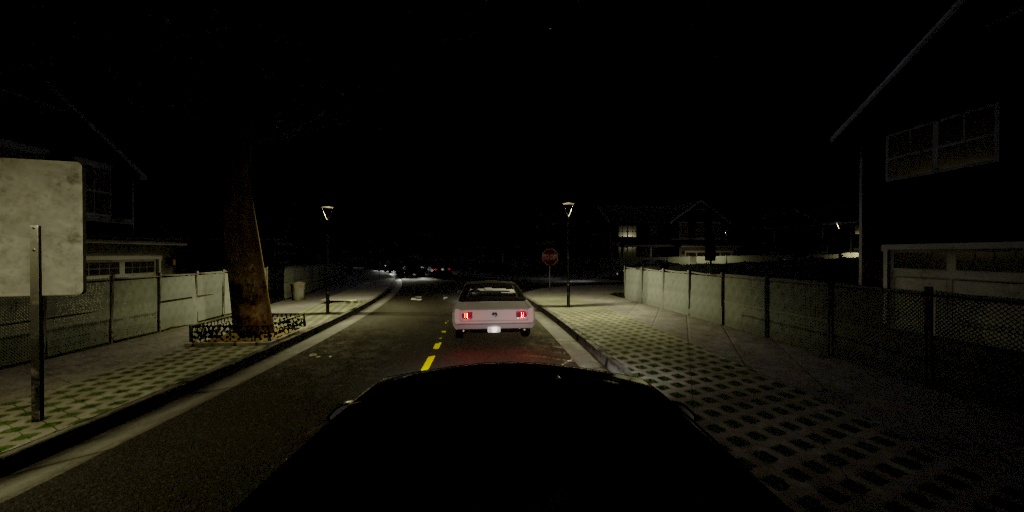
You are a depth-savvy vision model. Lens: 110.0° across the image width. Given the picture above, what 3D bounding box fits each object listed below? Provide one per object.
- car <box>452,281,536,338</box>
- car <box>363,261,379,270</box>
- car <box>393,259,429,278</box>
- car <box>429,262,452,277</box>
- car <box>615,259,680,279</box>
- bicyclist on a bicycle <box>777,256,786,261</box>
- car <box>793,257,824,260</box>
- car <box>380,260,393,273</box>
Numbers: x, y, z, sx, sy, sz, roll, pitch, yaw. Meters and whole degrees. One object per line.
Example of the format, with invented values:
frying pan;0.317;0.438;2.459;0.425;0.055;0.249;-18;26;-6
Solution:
car;-0.617;1.347;10.194;1.895;1.301;4.718;0;0;-6
car;-19.422;1.325;51.509;1.895;1.301;4.718;0;0;-36
car;-9.613;1.075;33.843;2.097;1.767;4.553;0;0;-25
car;-7.145;1.264;35.126;2.033;1.411;5.357;0;0;-19
car;10.256;1.020;27.055;4.902;1.511;2.128;-1;0;-9
bicyclist on a bicycle;16.596;0.799;22.060;0.582;1.620;1.656;-1;0;-9
car;24.019;0.827;29.325;5.008;1.535;1.882;-1;1;-11
car;-14.175;1.224;43.200;1.837;1.490;4.892;0;0;-29
